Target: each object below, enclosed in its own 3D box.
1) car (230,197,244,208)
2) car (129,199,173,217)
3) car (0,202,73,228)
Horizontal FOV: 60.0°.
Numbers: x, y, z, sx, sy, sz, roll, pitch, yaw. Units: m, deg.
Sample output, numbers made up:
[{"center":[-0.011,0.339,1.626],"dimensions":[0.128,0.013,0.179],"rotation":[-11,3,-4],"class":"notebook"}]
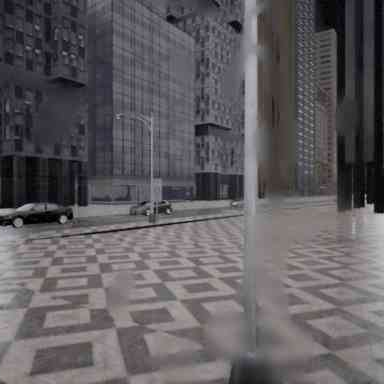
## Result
[{"center":[7.068,1.431,46.052],"dimensions":[2.128,1.511,4.902],"rotation":[0,0,37],"class":"car"},{"center":[-3.796,1.466,31.264],"dimensions":[1.837,1.490,4.892],"rotation":[0,1,36],"class":"car"},{"center":[-10.415,1.456,22.193],"dimensions":[1.882,1.535,5.008],"rotation":[0,0,36],"class":"car"}]
